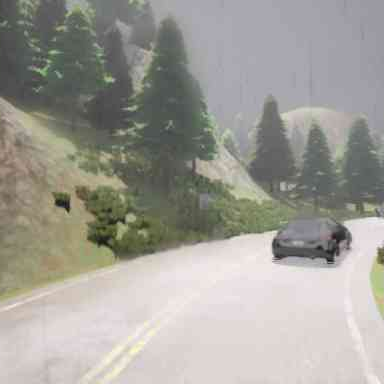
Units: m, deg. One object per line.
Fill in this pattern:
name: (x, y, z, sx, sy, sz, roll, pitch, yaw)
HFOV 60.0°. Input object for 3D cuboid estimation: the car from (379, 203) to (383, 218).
car: (14.378, 1.069, 21.403, 4.553, 1.767, 2.097, -1, -3, -37)

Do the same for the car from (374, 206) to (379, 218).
car: (16.882, 1.298, 27.374, 4.902, 1.511, 2.128, -2, -3, -36)

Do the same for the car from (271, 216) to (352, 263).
car: (4.352, 1.525, 11.881, 1.994, 1.385, 4.181, -3, -1, 33)
